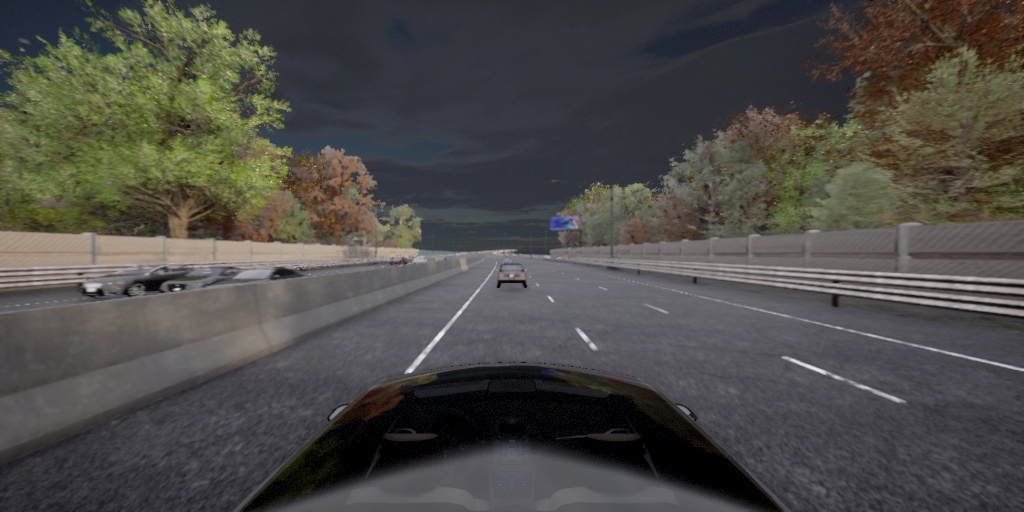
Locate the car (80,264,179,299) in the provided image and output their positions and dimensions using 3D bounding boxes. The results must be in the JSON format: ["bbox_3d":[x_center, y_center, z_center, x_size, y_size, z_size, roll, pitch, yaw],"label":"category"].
[{"bbox_3d":[-17.658,1.144,17.497,2.128,1.511,4.902,0,0,0],"label":"car"}]

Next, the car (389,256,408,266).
[{"bbox_3d":[-18.403,0.808,58.202,1.882,1.535,5.008,0,0,-1],"label":"car"}]

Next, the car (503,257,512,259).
[{"bbox_3d":[-0.737,0.884,54.865,2.033,1.411,5.357,0,0,-1],"label":"car"}]

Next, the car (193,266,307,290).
[{"bbox_3d":[-10.642,1.185,15.406,1.812,1.442,4.674,0,0,0],"label":"car"}]

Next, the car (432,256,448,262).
[{"bbox_3d":[-11.366,0.811,57.018,1.882,1.535,5.008,0,0,-1],"label":"car"}]

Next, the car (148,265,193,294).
[{"bbox_3d":[-14.155,1.214,17.123,1.994,1.385,4.181,0,0,0],"label":"car"}]

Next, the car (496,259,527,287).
[{"bbox_3d":[-0.019,1.136,22.651,2.033,1.411,5.357,0,0,0],"label":"car"}]

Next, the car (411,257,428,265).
[{"bbox_3d":[-14.909,0.851,58.351,1.812,1.442,4.674,0,0,-1],"label":"car"}]
